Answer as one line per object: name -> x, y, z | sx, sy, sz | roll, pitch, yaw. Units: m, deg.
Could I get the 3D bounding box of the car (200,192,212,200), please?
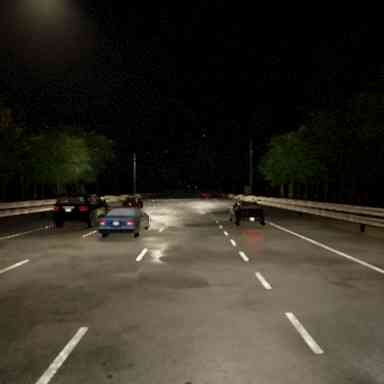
car -> 3.560, 1.101, 78.102 | 1.882, 1.535, 5.008 | 0, 0, 0

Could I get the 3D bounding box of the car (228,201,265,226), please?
car -> 3.618, 1.369, 22.390 | 1.837, 1.490, 4.892 | 0, 0, 0

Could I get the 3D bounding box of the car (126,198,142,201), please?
car -> -6.870, 1.341, 38.843 | 1.994, 1.385, 4.181 | 0, 0, 0

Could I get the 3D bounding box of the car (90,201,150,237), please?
car -> -3.385, 1.441, 17.340 | 2.033, 1.411, 5.357 | 0, 0, 0

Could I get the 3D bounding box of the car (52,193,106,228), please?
car -> -6.883, 1.092, 21.180 | 2.150, 2.045, 5.566 | 0, 0, 0

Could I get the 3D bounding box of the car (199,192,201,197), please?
car -> 3.568, 1.074, 89.102 | 1.837, 1.490, 4.892 | 0, 0, 0
